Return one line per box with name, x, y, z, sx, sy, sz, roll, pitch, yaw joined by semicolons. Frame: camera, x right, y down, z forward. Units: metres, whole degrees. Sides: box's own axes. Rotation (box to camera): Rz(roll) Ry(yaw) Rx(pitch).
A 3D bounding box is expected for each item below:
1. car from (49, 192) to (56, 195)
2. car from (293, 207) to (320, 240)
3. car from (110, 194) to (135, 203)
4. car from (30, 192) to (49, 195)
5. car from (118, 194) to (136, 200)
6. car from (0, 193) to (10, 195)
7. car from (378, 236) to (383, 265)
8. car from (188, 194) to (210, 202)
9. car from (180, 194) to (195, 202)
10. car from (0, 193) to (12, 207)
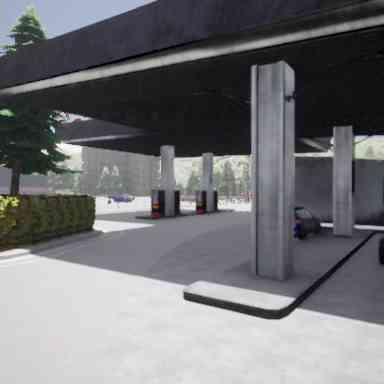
car;-30.621;0.941;71.020;4.605;1.855;1.932;0;0;34
car;5.579;1.617;18.454;2.242;1.667;4.611;0;0;34
car;-13.308;1.237;63.448;3.633;1.501;1.845;0;0;34
car;-31.934;0.927;68.395;3.866;1.878;1.905;0;0;34
car;-15.534;1.234;79.563;3.806;1.475;1.970;0;0;34
car;-22.083;1.067;38.229;3.866;1.878;1.905;0;0;34
car;7.772;1.481;11.667;1.905;1.878;3.866;0;0;34
car;1.479;1.264;71.442;4.514;1.523;2.007;0;0;34
car;-0.261;1.261;68.832;5.027;1.636;2.152;0;0;34
car;-26.688;1.048;45.405;4.605;1.855;1.932;0;0;34
